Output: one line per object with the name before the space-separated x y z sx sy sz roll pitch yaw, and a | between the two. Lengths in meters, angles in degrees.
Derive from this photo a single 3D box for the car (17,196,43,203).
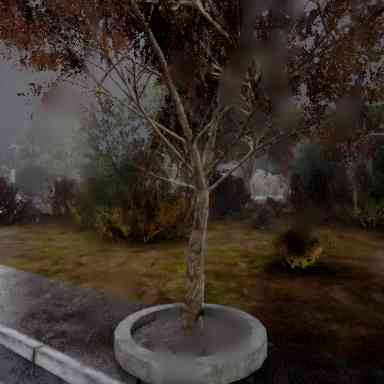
car | -22.051 1.216 44.885 2.033 1.411 5.357 1 0 32
